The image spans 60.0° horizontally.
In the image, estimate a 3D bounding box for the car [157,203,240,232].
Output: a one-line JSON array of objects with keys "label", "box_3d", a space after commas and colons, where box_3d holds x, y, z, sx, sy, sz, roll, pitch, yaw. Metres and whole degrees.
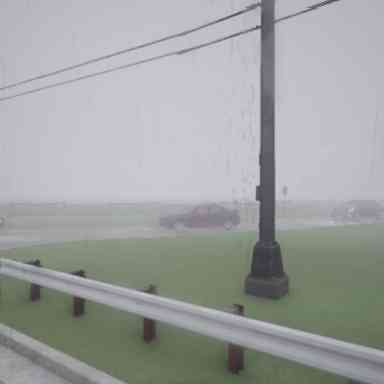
[{"label": "car", "box_3d": [0.411, 1.441, 19.694, 5.008, 1.535, 1.882, 0, 0, -24]}]

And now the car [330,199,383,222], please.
[{"label": "car", "box_3d": [13.173, 1.340, 26.508, 4.553, 1.767, 2.097, 0, 0, -30]}]

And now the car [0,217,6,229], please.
[{"label": "car", "box_3d": [-12.061, 1.536, 16.439, 4.718, 1.301, 1.895, 0, 0, -5]}]
